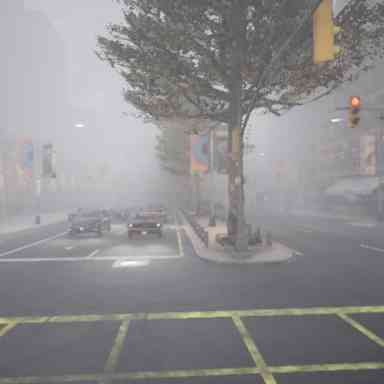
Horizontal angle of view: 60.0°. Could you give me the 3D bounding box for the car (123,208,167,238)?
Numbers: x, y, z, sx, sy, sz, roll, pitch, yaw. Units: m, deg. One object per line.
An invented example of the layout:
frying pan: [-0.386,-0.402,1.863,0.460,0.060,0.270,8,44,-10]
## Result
car: [-2.623,1.860,19.626,1.895,1.301,4.718,0,-1,-3]

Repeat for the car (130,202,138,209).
car: [-7.615,2.119,44.364,1.812,1.442,4.674,0,-1,-3]

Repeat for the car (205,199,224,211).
car: [3.611,2.083,50.451,1.837,1.490,4.892,0,-1,-3]

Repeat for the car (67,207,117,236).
car: [-6.194,1.804,20.663,1.837,1.490,4.892,0,-1,-3]

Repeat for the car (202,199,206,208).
car: [2.977,2.058,60.823,2.097,1.767,4.553,0,-1,-3]

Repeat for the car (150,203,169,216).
car: [-3.869,2.060,40.139,2.033,1.411,5.357,0,-1,-3]

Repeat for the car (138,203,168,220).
car: [-3.175,1.723,28.666,2.097,1.767,4.553,0,-1,-3]

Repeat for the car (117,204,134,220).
car: [-6.794,2.022,30.529,1.895,1.301,4.718,0,-1,-3]

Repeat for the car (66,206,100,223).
car: [-9.967,2.045,30.807,1.895,1.301,4.718,0,-1,-4]
